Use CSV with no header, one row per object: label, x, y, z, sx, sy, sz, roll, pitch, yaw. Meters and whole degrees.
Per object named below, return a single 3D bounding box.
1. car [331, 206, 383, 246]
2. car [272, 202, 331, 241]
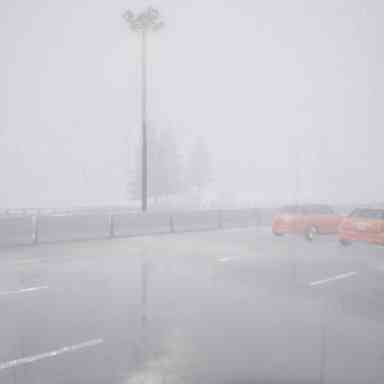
car,8.244,1.365,14.049,4.553,1.767,2.097,0,0,-35
car,6.212,1.365,16.898,4.553,1.767,2.097,0,0,-35
